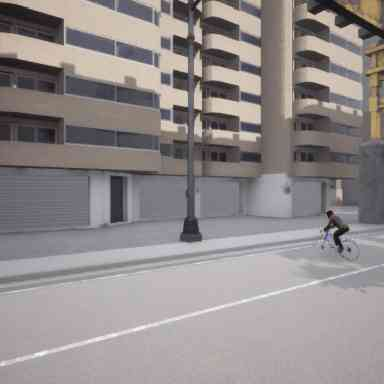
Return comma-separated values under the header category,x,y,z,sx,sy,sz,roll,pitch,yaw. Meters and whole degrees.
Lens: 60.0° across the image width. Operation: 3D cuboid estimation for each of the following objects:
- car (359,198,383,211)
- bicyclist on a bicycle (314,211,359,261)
category,x,y,z,sx,sy,sz,roll,pitch,yaw
car,19.625,1.295,34.404,1.853,1.218,4.536,0,0,-10
bicyclist on a bicycle,4.815,1.455,11.211,0.582,1.620,1.656,0,-2,-35
